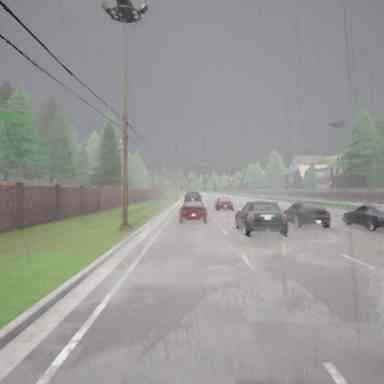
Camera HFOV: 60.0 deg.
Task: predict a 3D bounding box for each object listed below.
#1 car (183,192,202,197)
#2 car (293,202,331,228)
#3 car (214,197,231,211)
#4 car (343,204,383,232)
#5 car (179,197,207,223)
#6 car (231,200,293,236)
[{"bbox_3d":[0.101,1.011,41.551,2.150,2.045,5.566,0,0,0],"label":"car"},{"bbox_3d":[7.101,1.398,21.048,1.837,1.490,4.892,0,0,0],"label":"car"},{"bbox_3d":[3.588,1.334,37.922,1.812,1.442,4.674,0,0,0],"label":"car"},{"bbox_3d":[10.587,1.428,19.367,1.812,1.442,4.674,0,0,0],"label":"car"},{"bbox_3d":[0.101,1.353,24.473,1.882,1.535,5.008,0,0,0],"label":"car"},{"bbox_3d":[3.600,1.261,17.948,2.097,1.767,4.553,0,0,0],"label":"car"}]
